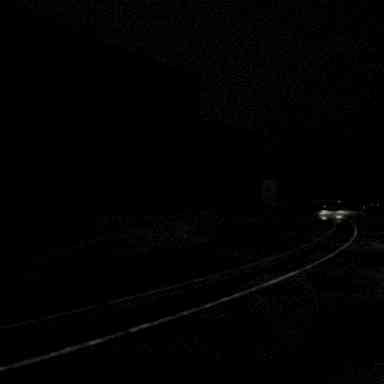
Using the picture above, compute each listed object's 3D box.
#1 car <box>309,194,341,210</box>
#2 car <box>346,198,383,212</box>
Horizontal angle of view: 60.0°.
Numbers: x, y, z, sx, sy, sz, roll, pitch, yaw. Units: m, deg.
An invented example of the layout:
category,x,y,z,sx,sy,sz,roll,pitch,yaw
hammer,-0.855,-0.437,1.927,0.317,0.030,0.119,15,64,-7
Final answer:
category,x,y,z,sx,sy,sz,roll,pitch,yaw
car,14.788,1.048,37.152,2.097,1.767,4.553,0,1,-2
car,18.289,1.289,35.152,2.033,1.411,5.357,0,0,0
